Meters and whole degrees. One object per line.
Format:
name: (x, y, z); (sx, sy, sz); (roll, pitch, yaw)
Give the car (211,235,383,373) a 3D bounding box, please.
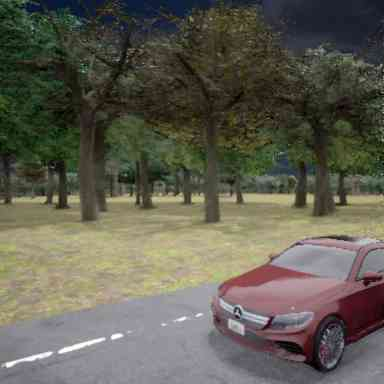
car: (2.479, 1.530, 5.766); (4.674, 1.442, 1.812); (0, 0, -36)
